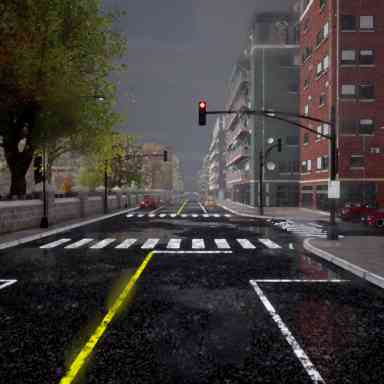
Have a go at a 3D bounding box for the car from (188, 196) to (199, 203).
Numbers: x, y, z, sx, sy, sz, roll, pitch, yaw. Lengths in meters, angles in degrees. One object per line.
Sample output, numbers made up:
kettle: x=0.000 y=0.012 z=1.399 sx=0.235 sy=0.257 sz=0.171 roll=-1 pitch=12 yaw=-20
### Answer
car: x=0.070 y=1.577 z=69.224 sx=2.033 sy=1.411 sz=5.357 roll=0 pitch=0 yaw=0

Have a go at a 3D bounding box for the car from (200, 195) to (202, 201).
car: x=2.741 y=1.562 z=54.981 sx=1.887 sy=1.381 sz=4.507 roll=0 pitch=0 yaw=0

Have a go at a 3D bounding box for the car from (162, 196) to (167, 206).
car: x=-5.640 y=1.457 z=54.989 sx=1.967 sy=1.590 sz=4.097 roll=0 pitch=0 yaw=0

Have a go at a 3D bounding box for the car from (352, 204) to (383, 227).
car: x=14.688 y=1.851 z=24.722 sx=4.181 sy=1.385 sz=1.994 roll=1 pitch=0 yaw=0

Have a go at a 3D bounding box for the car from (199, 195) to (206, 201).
car: x=2.772 y=1.593 z=88.193 sx=1.887 sy=1.381 sz=4.507 roll=0 pitch=0 yaw=0

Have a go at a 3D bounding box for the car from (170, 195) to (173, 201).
car: x=-5.624 y=1.613 z=71.594 sx=1.802 sy=1.307 sz=4.206 roll=0 pitch=0 yaw=0

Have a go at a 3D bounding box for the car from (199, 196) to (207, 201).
car: x=2.767 y=1.587 z=82.658 sx=1.887 sy=1.381 sz=4.507 roll=0 pitch=0 yaw=0

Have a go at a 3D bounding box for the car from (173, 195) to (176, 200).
car: x=-5.613 y=1.624 z=82.665 sx=1.802 sy=1.307 sz=4.206 roll=0 pitch=0 yaw=0

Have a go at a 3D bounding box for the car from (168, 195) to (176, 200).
car: x=-5.604 y=1.580 z=93.565 sx=1.752 sy=1.417 sz=4.829 roll=0 pitch=0 yaw=0

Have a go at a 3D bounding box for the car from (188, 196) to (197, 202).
car: x=0.078 y=1.591 z=79.635 sx=1.994 sy=1.385 sz=4.181 roll=0 pitch=0 yaw=0

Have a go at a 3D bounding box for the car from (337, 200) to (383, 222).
car: x=14.643 y=1.591 z=27.327 sx=5.009 sy=1.841 sz=2.192 roll=1 pitch=-1 yaw=0

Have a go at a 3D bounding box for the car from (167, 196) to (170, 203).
car: x=-5.635 y=1.566 z=60.524 sx=1.887 sy=1.381 sz=4.507 roll=0 pitch=0 yaw=0

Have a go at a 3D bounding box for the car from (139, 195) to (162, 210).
car: x=-5.651 y=1.324 z=43.918 sx=2.192 sy=1.841 sz=5.009 roll=0 pitch=0 yaw=0

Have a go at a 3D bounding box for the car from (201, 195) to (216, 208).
car: x=2.736 y=1.538 z=49.616 sx=1.752 sy=1.417 sz=4.829 roll=0 pitch=0 yaw=0
